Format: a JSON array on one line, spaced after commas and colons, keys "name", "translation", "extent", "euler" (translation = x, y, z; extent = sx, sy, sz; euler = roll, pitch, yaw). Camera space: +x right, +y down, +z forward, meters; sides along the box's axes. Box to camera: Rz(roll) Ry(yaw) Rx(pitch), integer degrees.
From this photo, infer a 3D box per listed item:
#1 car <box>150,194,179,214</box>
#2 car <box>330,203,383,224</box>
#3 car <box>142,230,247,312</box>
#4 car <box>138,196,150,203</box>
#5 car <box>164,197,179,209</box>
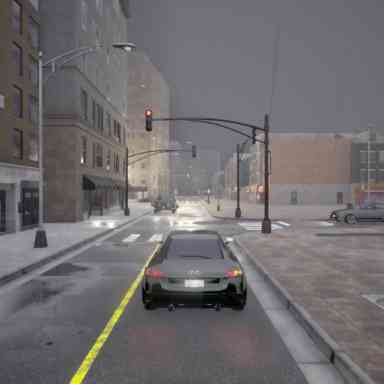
[{"name": "car", "translation": [-2.831, 1.232, 36.180], "extent": [2.150, 2.045, 5.566], "euler": [0, 0, 0]}, {"name": "car", "translation": [12.059, 1.515, 23.606], "extent": [4.181, 1.385, 1.994], "euler": [0, 0, 0]}, {"name": "car", "translation": [0.053, 1.564, 7.799], "extent": [1.994, 1.385, 4.181], "euler": [0, 0, 0]}, {"name": "car", "translation": [-8.963, 1.597, 69.975], "extent": [4.674, 1.442, 1.812], "euler": [0, 0, 9]}, {"name": "car", "translation": [-2.821, 1.494, 46.590], "extent": [1.882, 1.535, 5.008], "euler": [0, 0, 0]}]
